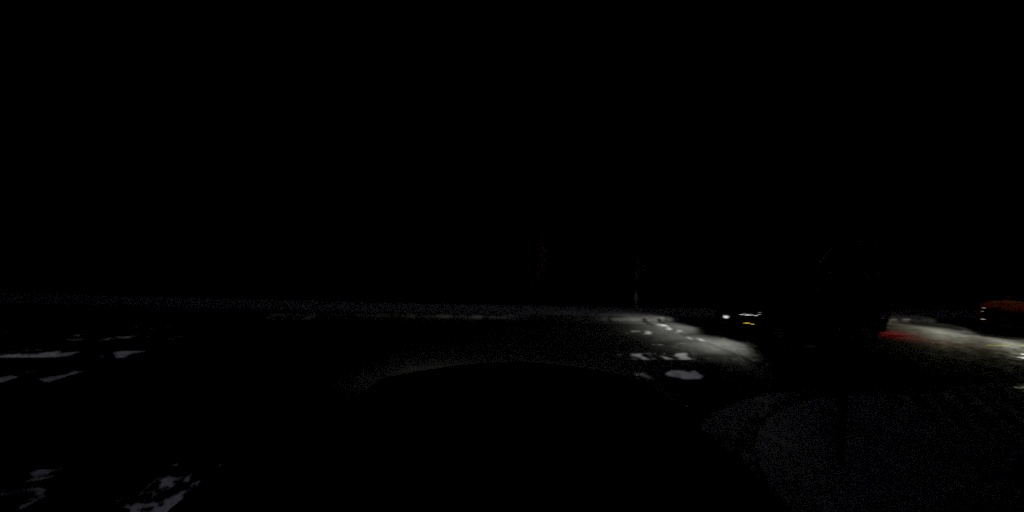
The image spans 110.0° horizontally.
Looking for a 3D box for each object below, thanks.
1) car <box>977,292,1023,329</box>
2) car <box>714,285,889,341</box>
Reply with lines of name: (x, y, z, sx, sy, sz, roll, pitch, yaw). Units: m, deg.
car: (18.969, 1.867, 12.324, 5.008, 1.535, 1.882, 1, 1, -7)
car: (8.771, 1.637, 10.986, 4.892, 1.490, 1.837, 2, 1, -7)
